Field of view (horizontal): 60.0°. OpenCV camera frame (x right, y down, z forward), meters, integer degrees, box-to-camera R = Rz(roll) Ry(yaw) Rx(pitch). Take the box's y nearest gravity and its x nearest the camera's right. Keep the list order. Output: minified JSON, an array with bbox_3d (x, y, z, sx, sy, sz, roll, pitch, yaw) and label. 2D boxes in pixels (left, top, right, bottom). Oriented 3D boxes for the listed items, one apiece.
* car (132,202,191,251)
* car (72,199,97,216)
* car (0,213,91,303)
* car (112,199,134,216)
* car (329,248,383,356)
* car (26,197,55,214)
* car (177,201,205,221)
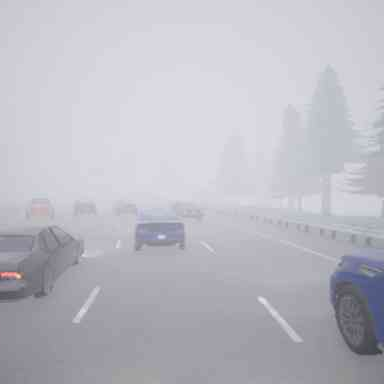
[{"bbox_3d":[-1.476,1.403,14.016,1.882,1.535,5.008,0,0,-10],"label":"car"},{"bbox_3d":[-9.949,1.347,30.645,1.882,1.535,5.008,0,0,-22],"label":"car"},{"bbox_3d":[-4.090,1.518,8.286,2.033,1.411,5.357,0,0,-6],"label":"car"},{"bbox_3d":[-6.200,1.377,30.649,1.812,1.442,4.674,0,0,-21],"label":"car"},{"bbox_3d":[3.333,1.190,2.873,2.150,2.045,5.566,0,1,-3],"label":"car"},{"bbox_3d":[-12.869,1.247,28.454,2.097,1.767,4.553,0,0,-21],"label":"car"},{"bbox_3d":[-0.637,1.402,25.520,2.033,1.411,5.357,0,0,-17],"label":"car"}]
